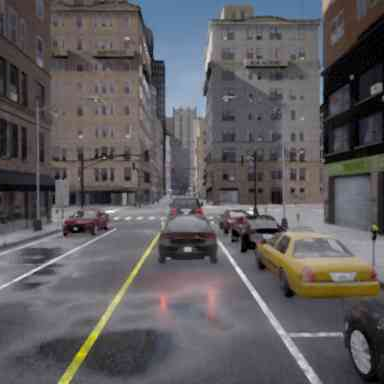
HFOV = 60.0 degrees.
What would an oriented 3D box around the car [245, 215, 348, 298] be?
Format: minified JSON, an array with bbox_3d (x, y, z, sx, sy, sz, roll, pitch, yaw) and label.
[{"bbox_3d":[2.746,1.541,8.465,1.752,1.417,4.829,-1,0,-1],"label":"car"}]

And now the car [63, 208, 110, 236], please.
[{"bbox_3d":[-6.008,1.658,19.297,1.887,1.381,4.507,-1,0,-1],"label":"car"}]

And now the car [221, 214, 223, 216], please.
[{"bbox_3d":[2.536,1.640,19.464,1.802,1.307,4.206,-1,0,-1],"label":"car"}]

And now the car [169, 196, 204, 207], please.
[{"bbox_3d":[-0.391,1.310,22.309,2.150,2.045,5.566,0,0,-1],"label":"car"}]

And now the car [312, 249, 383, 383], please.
[{"bbox_3d":[2.856,1.543,2.710,2.008,1.369,4.403,-1,0,-1],"label":"car"}]

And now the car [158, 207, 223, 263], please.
[{"bbox_3d":[-0.150,1.526,12.178,1.882,1.535,5.008,0,0,-1],"label":"car"}]

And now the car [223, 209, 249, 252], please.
[{"bbox_3d":[2.643,1.602,13.880,1.947,1.339,4.313,-1,0,-1],"label":"car"}]
